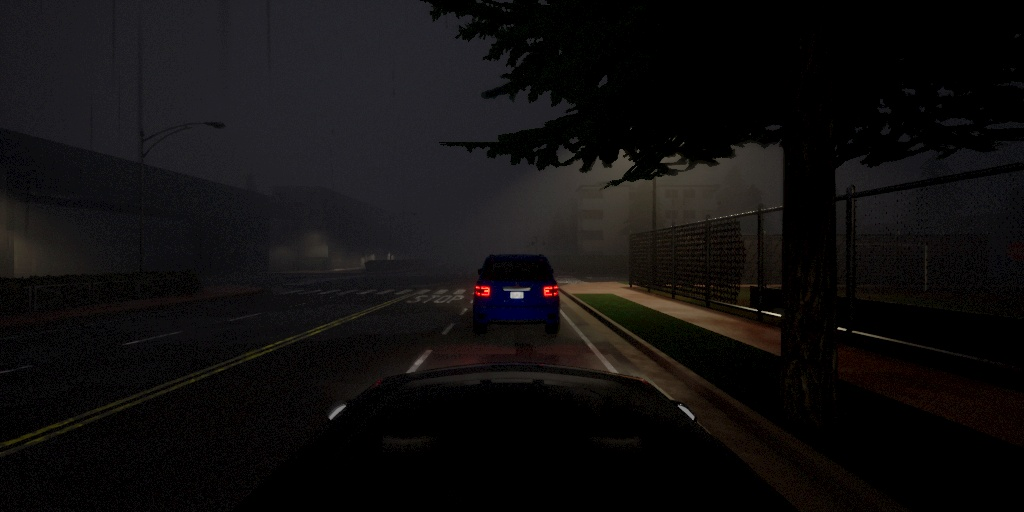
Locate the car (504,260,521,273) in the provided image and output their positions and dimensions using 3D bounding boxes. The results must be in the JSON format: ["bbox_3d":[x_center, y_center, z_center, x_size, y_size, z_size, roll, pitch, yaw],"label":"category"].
[{"bbox_3d":[0.025,1.242,45.614,2.128,1.511,4.902,0,0,0],"label":"car"}]

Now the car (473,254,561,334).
[{"bbox_3d":[0.115,0.972,10.738,2.150,2.045,5.566,0,0,0],"label":"car"}]
